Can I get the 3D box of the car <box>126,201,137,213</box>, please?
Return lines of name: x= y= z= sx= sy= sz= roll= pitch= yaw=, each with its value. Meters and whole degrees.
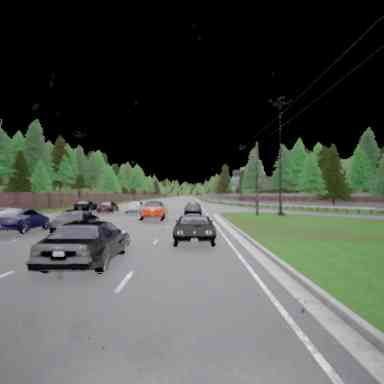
car: x=-6.882 y=1.865 z=40.903 sx=1.812 sy=1.442 sz=4.674 roll=0 pitch=0 yaw=0

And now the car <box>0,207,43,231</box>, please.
car: x=-10.390 y=1.694 z=20.203 sx=1.812 sy=1.442 sz=4.674 roll=0 pitch=0 yaw=0

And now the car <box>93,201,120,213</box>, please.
car: x=-10.381 y=1.869 z=41.304 sx=1.812 sy=1.442 sz=4.674 roll=0 pitch=0 yaw=0

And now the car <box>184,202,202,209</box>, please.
car: x=0.117 y=1.889 z=39.172 sx=1.994 sy=1.385 sz=4.181 roll=0 pitch=0 yaw=0

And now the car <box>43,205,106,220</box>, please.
car: x=-6.892 y=1.732 z=20.044 sx=1.994 sy=1.385 sz=4.181 roll=0 pitch=0 yaw=0

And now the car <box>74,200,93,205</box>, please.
car: x=-13.884 y=1.839 z=43.514 sx=1.882 sy=1.535 sz=5.008 roll=0 pitch=0 yaw=0

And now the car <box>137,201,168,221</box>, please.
car: x=-3.396 y=1.604 z=30.474 sx=2.097 sy=1.767 sz=4.553 roll=0 pitch=-1 yaw=0

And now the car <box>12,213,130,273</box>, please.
car: x=-3.394 y=1.640 z=10.969 sx=2.033 sy=1.411 sz=5.357 roll=0 pitch=0 yaw=0

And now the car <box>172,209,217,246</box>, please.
car: x=0.107 y=1.735 z=16.107 sx=1.895 sy=1.301 sz=4.718 roll=0 pitch=0 yaw=0
